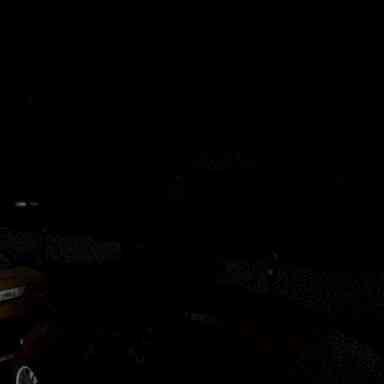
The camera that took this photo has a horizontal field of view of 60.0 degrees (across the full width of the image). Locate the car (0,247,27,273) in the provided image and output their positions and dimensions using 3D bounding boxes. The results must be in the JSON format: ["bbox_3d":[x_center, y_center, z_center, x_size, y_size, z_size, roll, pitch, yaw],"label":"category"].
[{"bbox_3d":[-4.670,1.523,6.419,4.829,1.417,1.752,0,1,36],"label":"car"}]

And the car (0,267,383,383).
[{"bbox_3d":[0.011,1.581,3.070,4.206,1.307,1.802,0,1,36],"label":"car"}]
